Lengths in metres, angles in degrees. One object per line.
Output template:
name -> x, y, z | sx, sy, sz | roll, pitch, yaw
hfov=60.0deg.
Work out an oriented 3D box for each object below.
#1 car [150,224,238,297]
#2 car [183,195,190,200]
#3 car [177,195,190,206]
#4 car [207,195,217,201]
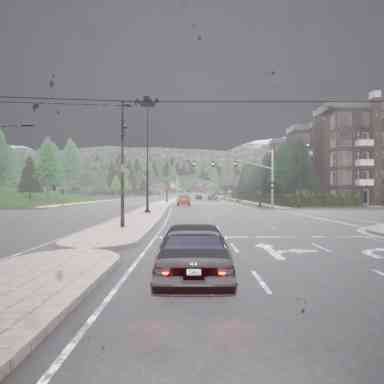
car -> 0.042, 1.547, 8.736 | 2.033, 1.411, 5.357 | 0, 0, 0
car -> -1.548, 1.517, 95.484 | 1.812, 1.442, 4.674 | 0, 0, 0
car -> -1.359, 1.348, 54.481 | 2.097, 1.767, 4.553 | 0, 0, -1
car -> 5.475, 1.533, 85.353 | 2.033, 1.411, 5.357 | 0, 0, 0
